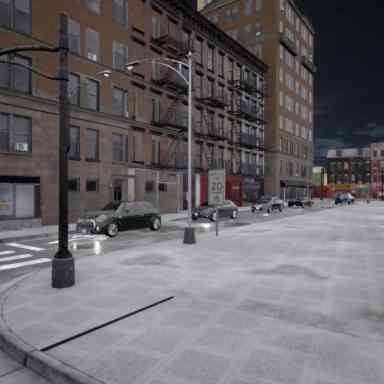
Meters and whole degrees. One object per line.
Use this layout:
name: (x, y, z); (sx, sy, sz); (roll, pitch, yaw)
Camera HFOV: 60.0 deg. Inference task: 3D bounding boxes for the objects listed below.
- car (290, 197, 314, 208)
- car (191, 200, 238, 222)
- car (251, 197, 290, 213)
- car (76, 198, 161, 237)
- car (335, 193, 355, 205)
car: (13.396, 1.267, 40.970); (1.895, 1.301, 4.718); (0, 1, 36)
car: (1.706, 1.304, 24.781); (1.837, 1.490, 4.892); (0, 1, 36)
car: (7.525, 1.222, 32.869); (2.128, 1.511, 4.902); (0, 1, 36)
car: (-3.699, 1.218, 17.308); (2.097, 1.767, 4.553); (0, 1, 37)
car: (22.840, 0.954, 49.563); (2.097, 1.767, 4.553); (0, 1, 36)
